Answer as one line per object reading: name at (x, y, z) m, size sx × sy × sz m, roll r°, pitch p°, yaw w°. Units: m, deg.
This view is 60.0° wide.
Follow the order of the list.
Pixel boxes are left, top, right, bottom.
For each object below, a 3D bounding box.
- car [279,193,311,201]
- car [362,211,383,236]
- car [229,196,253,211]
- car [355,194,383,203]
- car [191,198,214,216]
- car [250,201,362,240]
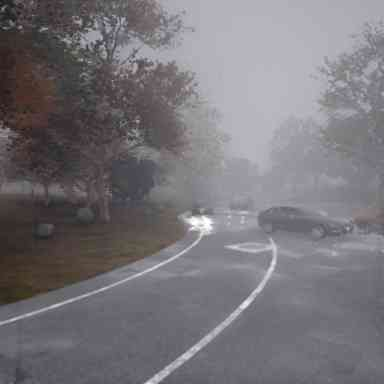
car at (15.508, 0.978, 50.069) m, size 4.892 × 1.490 × 1.837 m, roll -1°, pitch -1°, yaw -16°
car at (10.520, 1.451, 15.914) m, size 4.718 × 1.301 × 1.895 m, roll 0°, pitch 1°, yaw 41°
car at (5.532, 1.270, 36.795) m, size 1.837 × 1.490 × 4.892 m, roll -2°, pitch 0°, yaw 24°
car at (25.717, 0.988, 47.576) m, size 4.181 × 1.385 × 1.994 m, roll 0°, pitch 0°, yaw 12°
car at (0.998, 1.354, 30.474) m, size 2.128 × 1.511 × 4.902 m, roll -1°, pitch 0°, yaw 4°
car at (5.510, 1.409, 16.750) m, size 1.837 × 1.490 × 4.892 m, roll -1°, pitch 1°, yaw -37°
